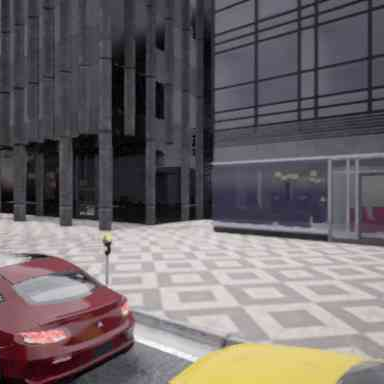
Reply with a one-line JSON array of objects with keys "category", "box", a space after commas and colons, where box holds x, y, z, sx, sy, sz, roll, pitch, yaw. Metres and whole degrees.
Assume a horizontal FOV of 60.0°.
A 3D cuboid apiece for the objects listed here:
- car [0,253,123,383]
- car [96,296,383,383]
[{"category": "car", "box": [-2.668, 1.574, 4.868, 4.206, 1.307, 1.802, 0, 0, 36]}, {"category": "car", "box": [1.814, 1.527, 1.668, 4.829, 1.417, 1.752, 0, 0, 36]}]
